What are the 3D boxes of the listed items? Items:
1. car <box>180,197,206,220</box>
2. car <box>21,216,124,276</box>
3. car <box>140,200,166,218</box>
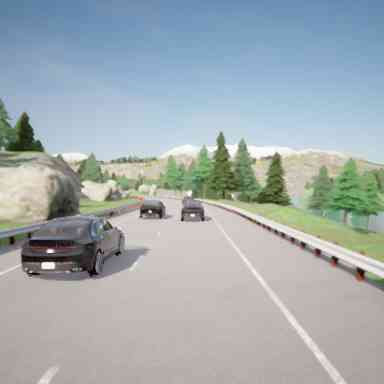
[{"bbox_3d":[0.064,1.473,27.356,1.837,1.490,4.892,0,0,0],"label":"car"},{"bbox_3d":[-3.398,1.492,10.287,1.837,1.490,4.892,0,0,0],"label":"car"},{"bbox_3d":[-3.397,1.441,29.412,1.882,1.535,5.008,0,0,0],"label":"car"}]
